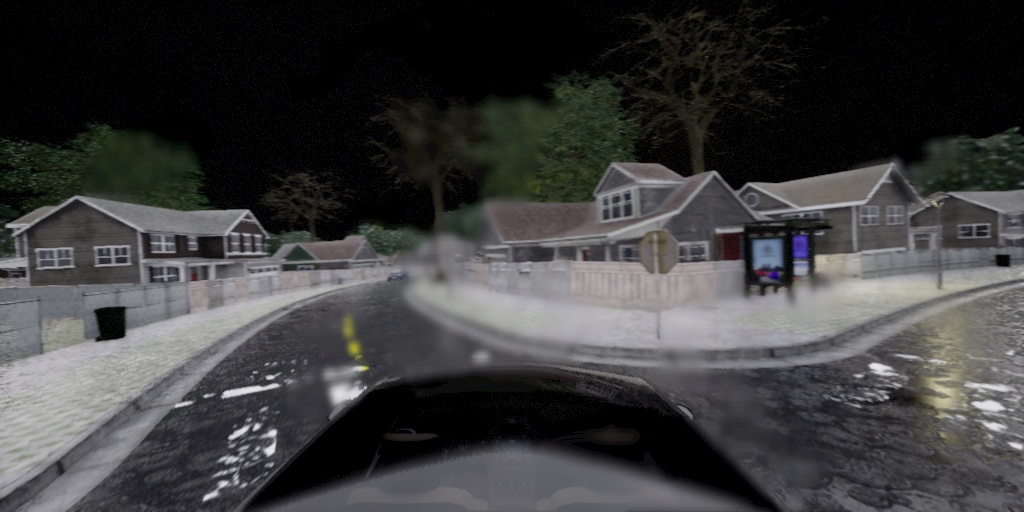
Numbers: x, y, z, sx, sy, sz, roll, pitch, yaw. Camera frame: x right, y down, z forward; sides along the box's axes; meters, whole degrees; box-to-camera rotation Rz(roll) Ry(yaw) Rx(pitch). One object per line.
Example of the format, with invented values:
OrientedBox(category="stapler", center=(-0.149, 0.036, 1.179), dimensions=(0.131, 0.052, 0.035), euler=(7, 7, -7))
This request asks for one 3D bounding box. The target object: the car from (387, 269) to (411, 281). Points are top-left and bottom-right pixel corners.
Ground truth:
OrientedBox(category="car", center=(-14.302, 2.387, 45.591), dimensions=(1.812, 1.442, 4.674), euler=(-3, -1, 0))
